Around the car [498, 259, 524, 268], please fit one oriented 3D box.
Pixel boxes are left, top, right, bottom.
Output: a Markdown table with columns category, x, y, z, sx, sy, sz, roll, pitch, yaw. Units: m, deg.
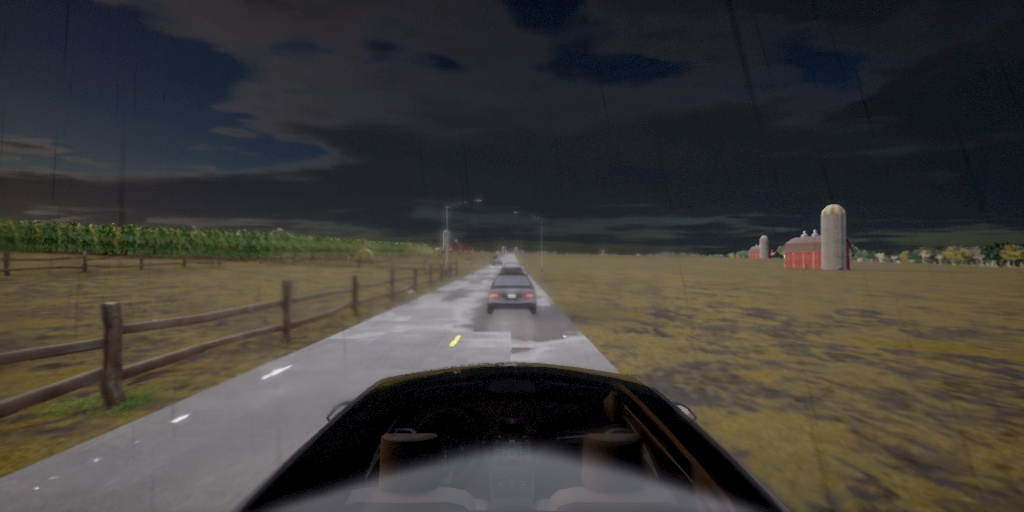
| category | x | y | z | sx | sy | sz | roll | pitch | yaw |
| --- | --- | --- | --- | --- | --- | --- | --- | --- | --- |
| car | 0.016 | 1.290 | 31.067 | 1.882 | 1.535 | 5.008 | 0 | 0 | 1 |

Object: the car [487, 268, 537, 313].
| category | x | y | z | sx | sy | sz | roll | pitch | yaw |
| --- | --- | --- | --- | --- | --- | --- | --- | --- | --- |
| car | 0.003 | 1.373 | 14.358 | 2.033 | 1.411 | 5.357 | 0 | 0 | 0 |
